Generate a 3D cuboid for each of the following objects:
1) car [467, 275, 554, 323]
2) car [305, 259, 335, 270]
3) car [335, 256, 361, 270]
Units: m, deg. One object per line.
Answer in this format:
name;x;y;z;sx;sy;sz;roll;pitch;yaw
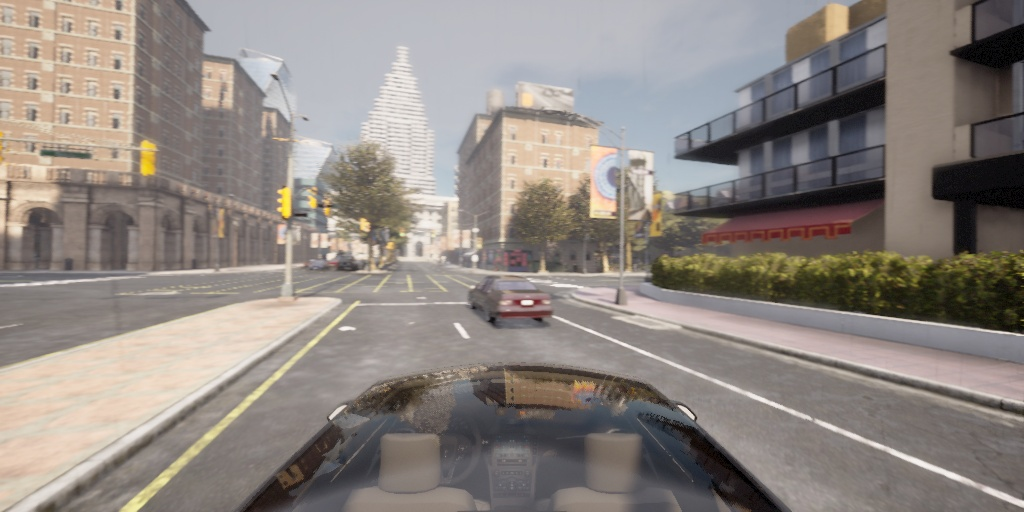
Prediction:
car;-0.281;1.390;12.697;2.033;1.411;5.357;1;-1;-16
car;-27.424;1.291;51.331;2.033;1.411;5.357;1;-1;-16
car;-24.241;1.030;52.917;2.150;2.045;5.566;1;-1;-17
